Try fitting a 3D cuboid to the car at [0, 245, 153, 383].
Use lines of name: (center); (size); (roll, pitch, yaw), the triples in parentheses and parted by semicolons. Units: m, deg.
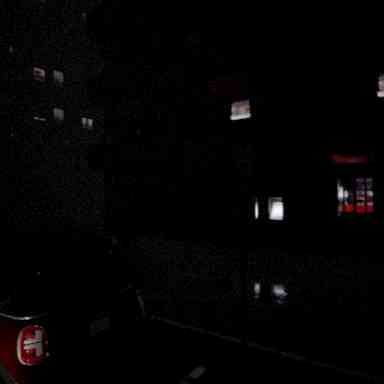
car: (-2.574, 1.487, 4.717); (4.097, 1.590, 1.967); (-1, -1, 36)
